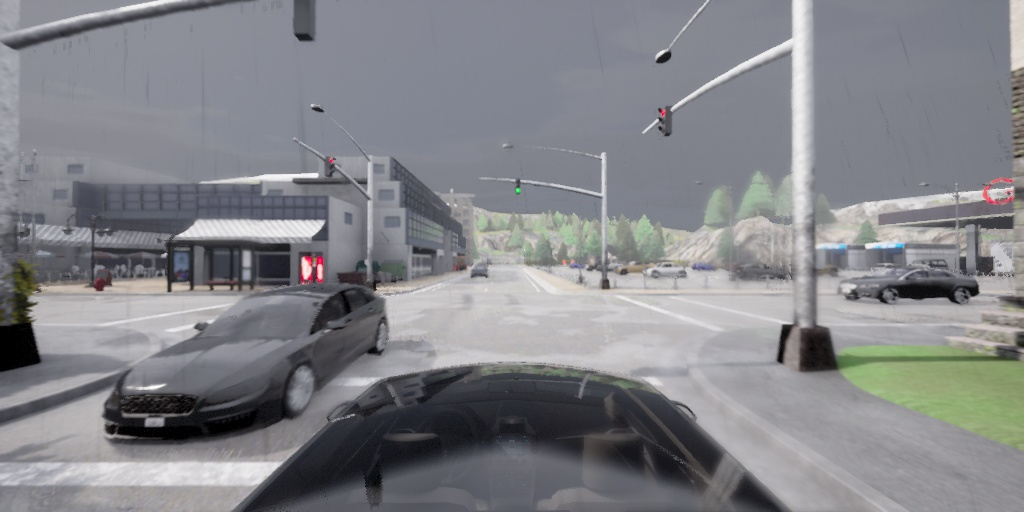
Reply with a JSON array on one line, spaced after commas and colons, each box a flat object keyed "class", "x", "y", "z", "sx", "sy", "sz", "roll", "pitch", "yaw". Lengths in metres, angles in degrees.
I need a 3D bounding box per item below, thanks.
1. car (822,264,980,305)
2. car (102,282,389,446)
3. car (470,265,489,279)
[{"class": "car", "x": 16.830, "y": 1.231, "z": 15.408, "sx": 4.902, "sy": 1.511, "sz": 2.128, "roll": 0, "pitch": -1, "yaw": 0}, {"class": "car", "x": -3.566, "y": 1.291, "z": 5.971, "sx": 1.837, "sy": 1.490, "sz": 4.892, "roll": 0, "pitch": 3, "yaw": 0}, {"class": "car", "x": -3.500, "y": 1.757, "z": 39.863, "sx": 2.033, "sy": 1.411, "sz": 5.357, "roll": 0, "pitch": 0, "yaw": 0}]
